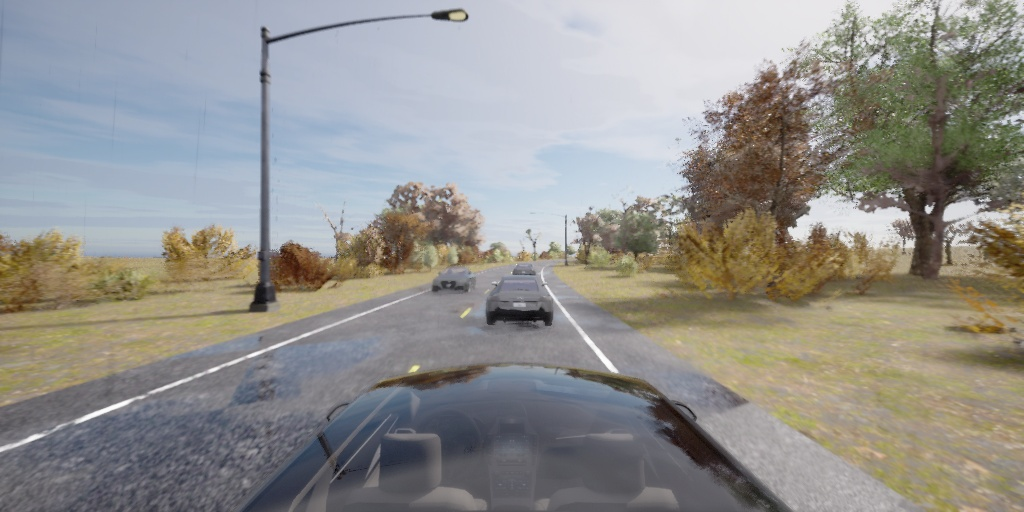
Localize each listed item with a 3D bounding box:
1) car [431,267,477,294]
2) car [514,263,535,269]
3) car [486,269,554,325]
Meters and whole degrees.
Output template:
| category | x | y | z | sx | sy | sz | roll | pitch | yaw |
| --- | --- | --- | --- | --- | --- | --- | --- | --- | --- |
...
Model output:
| category | x | y | z | sx | sy | sz | roll | pitch | yaw |
| --- | --- | --- | --- | --- | --- | --- | --- | --- | --- |
| car | -3.165 | 1.310 | 20.332 | 1.994 | 1.385 | 4.181 | 0 | 0 | 3 |
| car | 1.109 | 1.311 | 31.902 | 1.994 | 1.385 | 4.181 | 0 | 0 | 4 |
| car | 0.254 | 1.314 | 11.850 | 1.994 | 1.385 | 4.181 | 0 | 0 | 1 |
